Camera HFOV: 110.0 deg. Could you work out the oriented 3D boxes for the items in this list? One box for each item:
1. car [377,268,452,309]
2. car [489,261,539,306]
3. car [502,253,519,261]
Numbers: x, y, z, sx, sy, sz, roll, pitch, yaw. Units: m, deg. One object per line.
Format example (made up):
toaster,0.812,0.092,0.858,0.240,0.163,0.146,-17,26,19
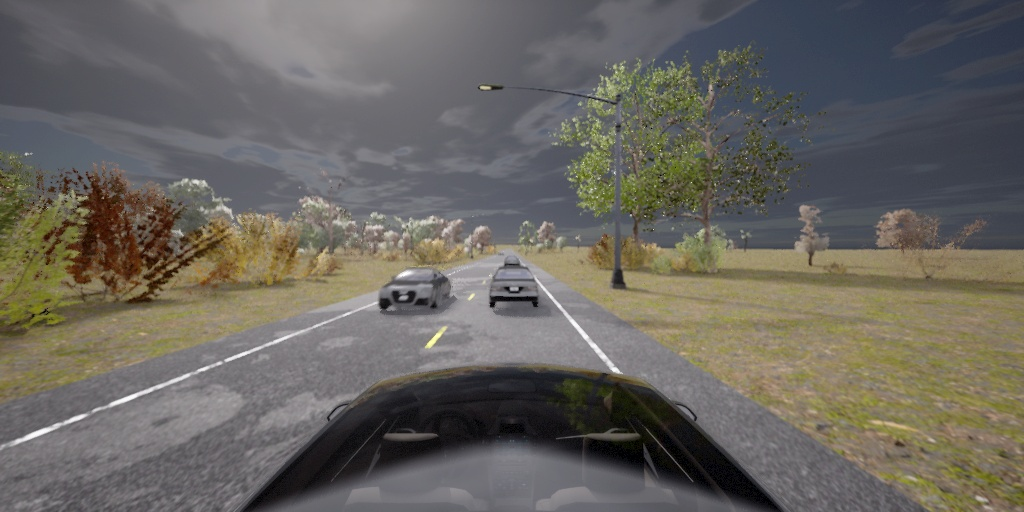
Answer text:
car,-3.530,1.143,13.676,1.994,1.385,4.181,0,1,0
car,0.057,1.111,14.499,2.033,1.411,5.357,0,1,0
car,-0.004,0.649,45.672,1.994,1.385,4.181,0,1,0
